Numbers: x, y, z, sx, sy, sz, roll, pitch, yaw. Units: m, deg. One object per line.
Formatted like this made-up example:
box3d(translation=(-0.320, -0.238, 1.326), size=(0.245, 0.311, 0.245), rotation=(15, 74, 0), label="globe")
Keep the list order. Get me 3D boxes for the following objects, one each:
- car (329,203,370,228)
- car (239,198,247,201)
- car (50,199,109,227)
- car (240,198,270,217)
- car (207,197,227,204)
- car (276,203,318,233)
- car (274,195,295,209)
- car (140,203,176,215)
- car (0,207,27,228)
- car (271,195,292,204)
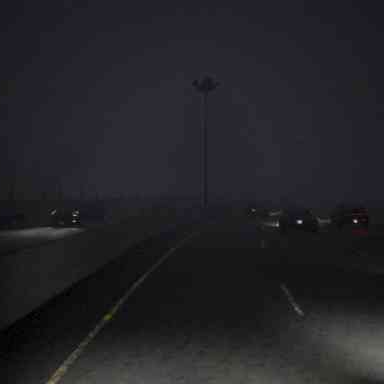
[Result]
box3d(translation=(10.528, 1.508, 22.421), size=(1.837, 1.490, 4.892), rotation=(0, 0, 16), label="car")
box3d(translation=(10.345, 1.666, 60.835), size=(1.895, 1.301, 4.718), rotation=(0, 0, 38), label="car")
box3d(translation=(-7.602, 1.345, 22.862), size=(2.097, 1.767, 4.553), rotation=(0, 0, 14), label="car")
box3d(translation=(6.109, 1.567, 31.166), size=(1.994, 1.385, 4.181), rotation=(0, 0, 20), label="car")
box3d(translation=(4.318, 1.554, 58.402), size=(2.128, 1.511, 4.902), rotation=(0, 0, 35), label="car")
box3d(translation=(6.195, 1.567, 19.661), size=(1.994, 1.385, 4.181), rotation=(0, 0, 13), label="car")
box3d(translation=(12.660, 1.515, 45.363), size=(2.163, 1.488, 4.792), rotation=(0, 0, 31), label="car")
box3d(translation=(-2.696, 1.565, 27.605), size=(1.994, 1.385, 4.181), rotation=(0, 0, 17), label="car")
box3d(translation=(-11.990, 1.584, 19.337), size=(1.895, 1.301, 4.718), rotation=(0, 0, 11), label="car")
box3d(translation=(17.208, 1.416, 63.765), size=(2.097, 1.767, 4.553), rotation=(0, 0, 40), label="car")
